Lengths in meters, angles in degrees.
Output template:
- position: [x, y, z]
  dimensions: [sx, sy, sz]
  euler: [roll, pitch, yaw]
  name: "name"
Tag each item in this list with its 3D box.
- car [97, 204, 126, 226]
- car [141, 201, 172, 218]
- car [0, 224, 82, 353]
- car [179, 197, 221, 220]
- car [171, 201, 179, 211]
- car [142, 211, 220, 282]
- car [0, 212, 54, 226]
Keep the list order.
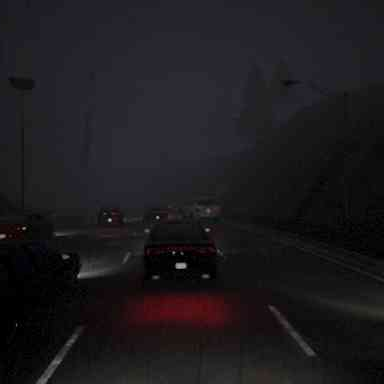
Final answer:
- position: [-6.185, 1.721, 25.559]
  dimensions: [1.837, 1.490, 4.892]
  euler: [0, 0, -11]
  name: "car"
- position: [-3.133, 1.725, 28.024]
  dimensions: [1.837, 1.490, 4.892]
  euler: [0, 0, -12]
  name: "car"
- position: [-3.614, 1.610, 6.122]
  dimensions: [2.033, 1.411, 5.357]
  euler: [0, 0, -3]
  name: "car"
- position: [0.684, 1.417, 26.951]
  dimensions: [2.150, 2.045, 5.566]
  euler: [0, 0, -12]
  name: "car"
- position: [-2.528, 1.832, 40.291]
  dimensions: [1.812, 1.442, 4.674]
  euler: [0, 0, -18]
  name: "car"
- position: [-0.436, 1.554, 10.073]
  dimensions: [1.882, 1.535, 5.008]
  euler: [0, 0, -4]
  name: "car"
- position: [-8.099, 1.681, 16.032]
  dimensions: [1.812, 1.442, 4.674]
  euler: [0, 0, -7]
  name: "car"
